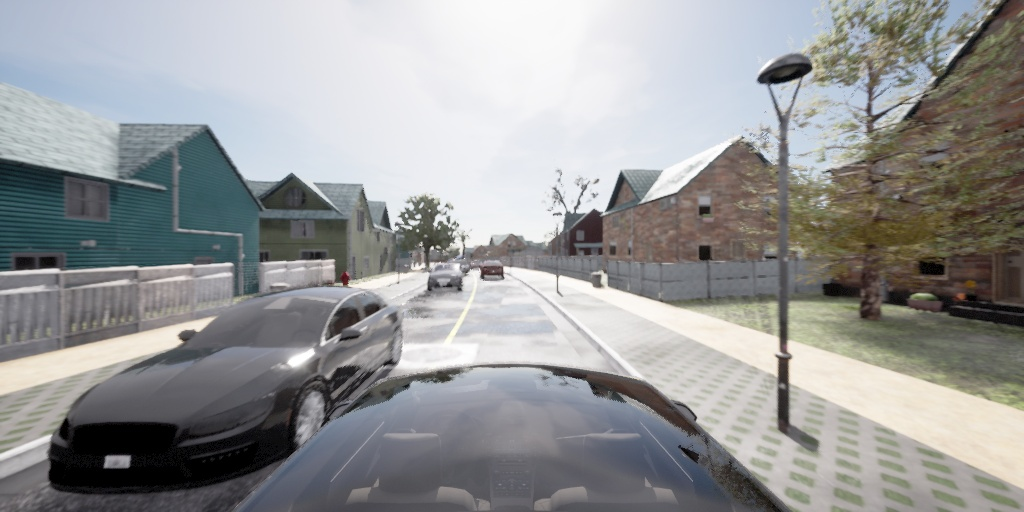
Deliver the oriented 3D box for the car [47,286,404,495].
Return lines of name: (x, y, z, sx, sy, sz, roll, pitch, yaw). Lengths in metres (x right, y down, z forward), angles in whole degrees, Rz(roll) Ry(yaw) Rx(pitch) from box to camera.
car: (-2.950, 1.244, 5.056, 1.837, 1.490, 4.892, 0, 0, -1)

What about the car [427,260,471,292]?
car: (-3.683, 1.157, 20.699, 2.128, 1.511, 4.902, 0, 0, -5)

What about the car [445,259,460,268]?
car: (-10.281, 1.293, 61.899, 2.128, 1.511, 4.902, 0, 0, -14)

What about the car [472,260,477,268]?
car: (-5.257, 1.285, 52.502, 1.895, 1.301, 4.718, 0, 0, -12)

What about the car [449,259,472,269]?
car: (-5.148, 1.136, 35.295, 1.837, 1.490, 4.892, 0, -1, -7)

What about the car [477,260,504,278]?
car: (-1.801, 1.101, 31.511, 1.882, 1.535, 5.008, 0, 0, -7)
